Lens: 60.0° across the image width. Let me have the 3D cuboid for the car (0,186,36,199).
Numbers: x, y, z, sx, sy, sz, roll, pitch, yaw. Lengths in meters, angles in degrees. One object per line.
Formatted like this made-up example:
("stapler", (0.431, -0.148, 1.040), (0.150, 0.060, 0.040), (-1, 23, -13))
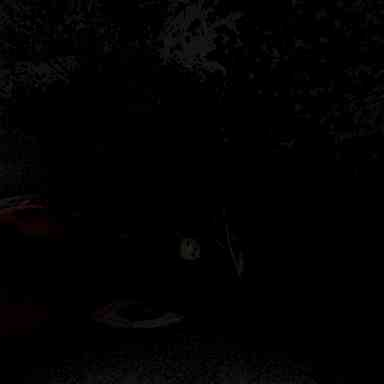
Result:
("car", (-23.388, 0.036, 43.856), (5.008, 1.535, 2.097), (1, 1, -30))

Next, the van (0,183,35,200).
("van", (-22.087, -0.099, 41.384), (4.442, 1.987, 1.878), (1, 1, -30))

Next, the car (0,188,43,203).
("car", (-19.281, 0.348, 36.792), (4.792, 1.488, 2.163), (1, 2, -30))

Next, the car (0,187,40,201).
("car", (-20.600, 0.252, 39.076), (4.792, 1.488, 2.163), (1, 1, -30))

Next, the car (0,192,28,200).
("car", (-8.202, 1.086, 17.614), (4.553, 1.767, 2.185), (1, 2, -30))

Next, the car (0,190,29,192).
("car", (-12.484, 0.872, 24.592), (5.366, 1.575, 1.946), (1, 2, -30))

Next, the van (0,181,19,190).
("van", (-42.940, -1.436, 77.472), (4.442, 1.987, 1.878), (1, 1, -30))

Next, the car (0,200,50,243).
("car", (-6.853, 1.323, 15.201), (5.008, 1.535, 2.097), (1, 2, -30))

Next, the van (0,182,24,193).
("van", (-34.425, -0.900, 63.197), (4.442, 1.987, 1.878), (1, 1, -30))

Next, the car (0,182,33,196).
("car", (-27.563, -0.481, 51.027), (5.566, 2.045, 2.435), (1, 1, -30))

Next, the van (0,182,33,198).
("van", (-24.669, -0.276, 46.305), (4.442, 1.987, 1.878), (1, 1, -30))

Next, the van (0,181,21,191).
("van", (-39.964, -1.255, 72.787), (4.442, 1.987, 1.878), (1, 1, -30))

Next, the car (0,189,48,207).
("car", (-16.500, 0.569, 31.861), (4.792, 1.488, 2.163), (1, 2, -30))

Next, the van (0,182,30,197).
("van", (-26.256, -0.369, 48.586), (4.442, 1.987, 1.878), (1, 1, -30))

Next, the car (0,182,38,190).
("car", (-15.058, 0.402, 29.486), (5.566, 2.045, 2.435), (1, 2, -30))
